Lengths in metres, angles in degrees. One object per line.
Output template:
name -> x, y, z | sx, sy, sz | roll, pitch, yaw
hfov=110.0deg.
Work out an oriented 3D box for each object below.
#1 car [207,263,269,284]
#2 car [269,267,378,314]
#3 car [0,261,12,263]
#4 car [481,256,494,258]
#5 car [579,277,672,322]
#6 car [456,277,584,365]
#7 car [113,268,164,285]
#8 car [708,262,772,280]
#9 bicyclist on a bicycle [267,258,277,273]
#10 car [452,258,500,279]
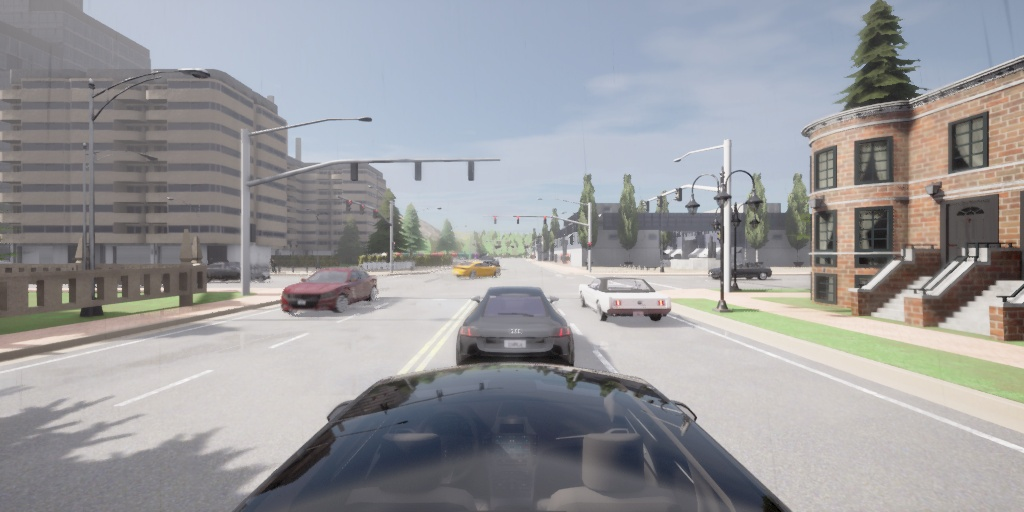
car -> -20.740, 1.241, 26.757 | 4.902, 1.511, 2.128 | 0, 0, 0
car -> -6.851, 1.228, 14.035 | 1.882, 1.535, 5.008 | 1, 0, -2
car -> -40.580, 1.227, 26.783 | 5.008, 1.535, 1.882 | 0, 0, 0
car -> -3.591, 0.971, 51.968 | 2.150, 2.045, 5.566 | 0, 0, 0
car -> 3.581, 1.351, 12.346 | 1.895, 1.301, 4.718 | 0, 0, 0
car -> 0.063, 1.314, 7.497 | 1.994, 1.385, 4.181 | 0, 0, 0
car -> -24.183, 1.297, 23.260 | 5.357, 1.411, 2.033 | 0, 0, 0
car -> 19.085, 1.255, 30.136 | 4.892, 1.490, 1.837 | 0, 0, -1
bicyclist on a bicycle -> -25.251, 1.052, 37.744 | 0.582, 1.620, 1.656 | 0, 0, 0
car -> -3.133, 1.228, 32.276 | 1.882, 1.535, 5.008 | 1, 1, 40
